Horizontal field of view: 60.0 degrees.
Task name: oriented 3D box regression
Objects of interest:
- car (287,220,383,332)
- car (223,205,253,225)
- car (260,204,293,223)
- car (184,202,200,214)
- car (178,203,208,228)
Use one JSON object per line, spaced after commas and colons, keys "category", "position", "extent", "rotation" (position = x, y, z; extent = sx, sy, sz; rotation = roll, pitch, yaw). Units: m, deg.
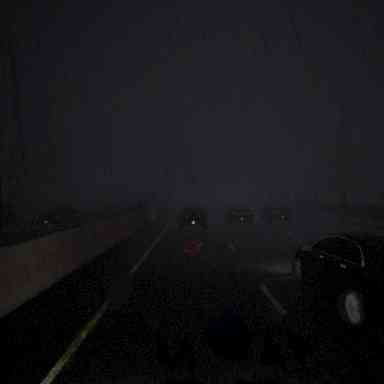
{"category": "car", "position": [3.598, 1.576, 6.950], "extent": [1.837, 1.490, 4.892], "rotation": [0, -1, 0]}
{"category": "car", "position": [3.594, 1.757, 26.336], "extent": [2.128, 1.511, 4.902], "rotation": [0, -1, 0]}
{"category": "car", "position": [7.094, 1.777, 28.362], "extent": [2.128, 1.511, 4.902], "rotation": [0, -1, 0]}
{"category": "car", "position": [-0.002, 2.021, 41.861], "extent": [1.895, 1.301, 4.718], "rotation": [0, -1, -1]}
{"category": "car", "position": [0.094, 1.749, 24.062], "extent": [1.837, 1.490, 4.892], "rotation": [0, 0, 0]}
